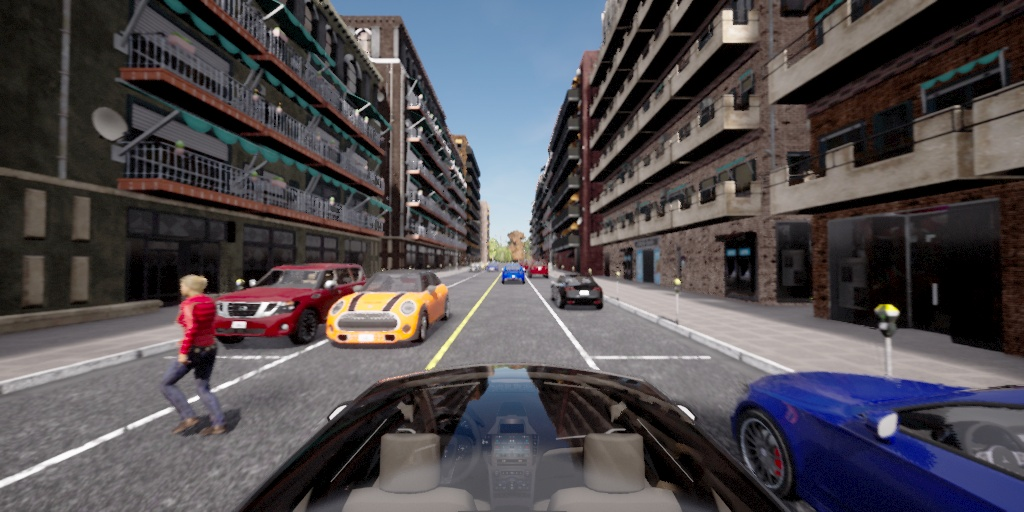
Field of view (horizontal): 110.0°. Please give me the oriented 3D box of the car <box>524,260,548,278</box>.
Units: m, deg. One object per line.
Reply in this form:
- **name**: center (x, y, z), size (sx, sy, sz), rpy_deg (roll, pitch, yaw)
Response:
- **car**: center (2.718, 1.369, 37.766), size (2.192, 1.841, 5.009), rpy_deg (0, 0, 0)

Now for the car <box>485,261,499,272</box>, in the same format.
- **car**: center (-2.995, 1.735, 55.740), size (1.812, 1.442, 4.674), rpy_deg (0, -1, 0)

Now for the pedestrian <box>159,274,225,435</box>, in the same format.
- **pedestrian**: center (-3.561, 1.061, 4.012), size (0.375, 1.860, 0.375), rpy_deg (1, -1, -3)

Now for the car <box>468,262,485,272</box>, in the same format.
- **car**: center (-5.650, 1.749, 54.509), size (2.007, 1.370, 4.403), rpy_deg (0, 0, 0)

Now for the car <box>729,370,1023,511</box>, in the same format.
- **car**: center (2.999, 1.274, 1.500), size (1.812, 1.442, 4.674), rpy_deg (0, 0, 0)

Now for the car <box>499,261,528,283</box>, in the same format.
- **car**: center (0.113, 1.474, 30.993), size (1.882, 1.535, 5.008), rpy_deg (0, 0, 0)

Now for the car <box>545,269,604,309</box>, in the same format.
- **car**: center (2.701, 1.431, 15.495), size (1.948, 1.339, 4.313), rpy_deg (0, 0, 0)

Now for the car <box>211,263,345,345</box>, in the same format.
- **car**: center (-5.684, 1.134, 9.967), size (2.192, 1.841, 5.009), rpy_deg (0, 0, 0)

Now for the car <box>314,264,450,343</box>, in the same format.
- **car**: center (-3.090, 1.171, 9.891), size (2.097, 1.767, 4.553), rpy_deg (0, -1, 1)
